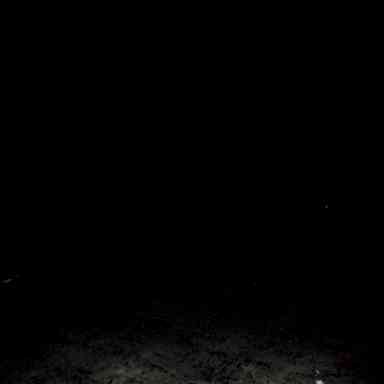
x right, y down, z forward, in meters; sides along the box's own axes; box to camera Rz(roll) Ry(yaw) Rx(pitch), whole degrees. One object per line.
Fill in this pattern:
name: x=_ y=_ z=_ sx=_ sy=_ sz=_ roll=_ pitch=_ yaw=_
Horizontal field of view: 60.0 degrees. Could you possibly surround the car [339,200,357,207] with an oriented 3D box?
car: x=33.789 y=2.548 z=71.910 sx=4.902 sy=1.511 sz=2.128 roll=3 pitch=-2 yaw=-35
